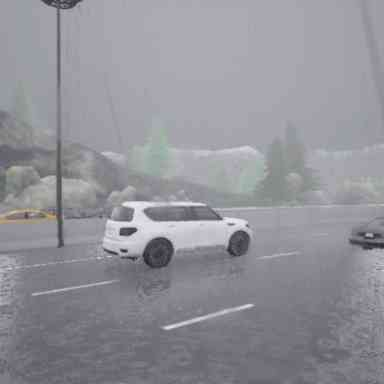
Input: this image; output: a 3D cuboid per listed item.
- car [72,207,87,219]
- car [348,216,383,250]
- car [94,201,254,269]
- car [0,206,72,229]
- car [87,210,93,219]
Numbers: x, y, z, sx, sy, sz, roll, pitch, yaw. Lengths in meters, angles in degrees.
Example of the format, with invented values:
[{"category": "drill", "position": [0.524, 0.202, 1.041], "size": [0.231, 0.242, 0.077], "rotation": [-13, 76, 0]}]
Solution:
[{"category": "car", "position": [-9.894, 1.840, 22.510], "size": [4.674, 1.442, 1.812], "rotation": [0, -1, -34]}, {"category": "car", "position": [8.650, 1.616, 13.441], "size": [5.357, 1.411, 2.033], "rotation": [0, -1, -30]}, {"category": "car", "position": [-0.320, 1.348, 11.893], "size": [5.566, 2.045, 2.150], "rotation": [0, -1, -34]}, {"category": "car", "position": [-9.616, 1.748, 18.435], "size": [5.008, 1.535, 1.882], "rotation": [0, -1, -35]}, {"category": "car", "position": [-10.730, 1.849, 26.161], "size": [4.902, 1.511, 2.128], "rotation": [0, -1, -34]}]
